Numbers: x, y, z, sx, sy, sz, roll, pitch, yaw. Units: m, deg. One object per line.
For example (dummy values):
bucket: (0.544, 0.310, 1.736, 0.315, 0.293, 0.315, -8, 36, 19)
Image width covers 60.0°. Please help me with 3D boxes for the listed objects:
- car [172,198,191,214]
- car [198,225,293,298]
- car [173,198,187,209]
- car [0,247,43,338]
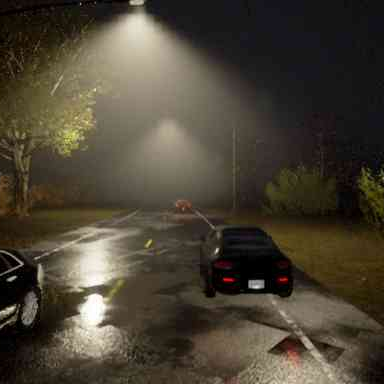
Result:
car: (-1.052, 1.628, 37.355, 1.812, 1.442, 4.674, 0, 0, -3)
car: (1.169, 1.558, 8.496, 1.812, 1.442, 4.674, 0, 0, -1)
car: (-1.753, 1.625, 47.535, 1.837, 1.490, 4.892, 0, 0, -4)
car: (-3.555, 1.522, 4.072, 1.837, 1.490, 4.892, 0, 0, 0)
